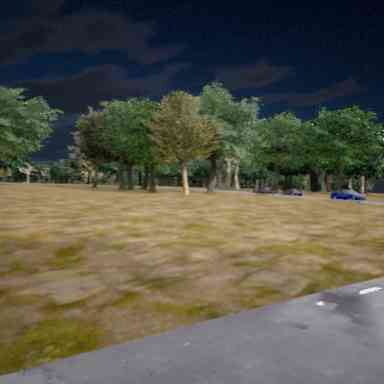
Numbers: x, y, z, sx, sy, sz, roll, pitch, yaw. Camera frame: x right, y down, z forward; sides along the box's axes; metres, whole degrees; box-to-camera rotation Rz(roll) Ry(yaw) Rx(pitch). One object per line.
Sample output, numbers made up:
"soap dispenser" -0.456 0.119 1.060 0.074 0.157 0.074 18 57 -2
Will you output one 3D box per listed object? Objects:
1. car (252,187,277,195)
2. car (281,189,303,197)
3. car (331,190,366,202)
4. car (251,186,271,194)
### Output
"car" 13.910 -0.186 63.381 2.033 1.411 5.357 2 2 -22
"car" 18.248 0.056 60.847 1.994 1.385 4.181 2 2 -22
"car" 21.229 0.506 45.241 1.882 1.535 5.008 2 1 -22
"car" 14.481 -0.423 69.915 1.994 1.385 4.181 2 2 -22
